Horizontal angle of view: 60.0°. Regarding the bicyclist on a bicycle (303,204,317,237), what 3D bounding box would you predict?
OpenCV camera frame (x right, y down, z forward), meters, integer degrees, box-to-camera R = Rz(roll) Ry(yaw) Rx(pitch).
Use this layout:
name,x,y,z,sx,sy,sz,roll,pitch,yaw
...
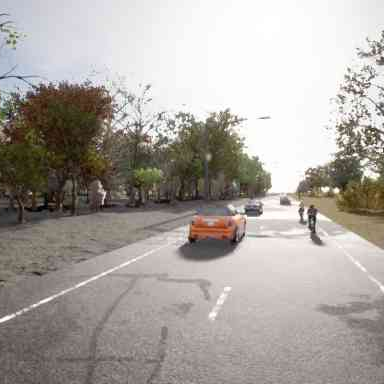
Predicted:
name,x,y,z,sx,sy,sz,roll,pitch,yaw
bicyclist on a bicycle,6.160,1.457,17.054,0.582,1.620,1.656,0,0,15

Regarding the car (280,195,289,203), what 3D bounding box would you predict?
name,x,y,z,sx,sy,sz,roll,pitch,yaw
car,19.886,1.523,71.573,1.837,1.490,4.892,0,0,15

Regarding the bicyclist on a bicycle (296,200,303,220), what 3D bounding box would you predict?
name,x,y,z,sx,sy,sz,roll,pitch,yaw
bicyclist on a bicycle,8.707,1.444,26.410,0.866,1.612,1.509,0,0,15

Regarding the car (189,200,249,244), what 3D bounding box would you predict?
name,x,y,z,sx,sy,sz,roll,pitch,yaw
car,1.362,1.355,16.023,2.097,1.767,4.553,0,0,15

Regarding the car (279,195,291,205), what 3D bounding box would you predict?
name,x,y,z,sx,sy,sz,roll,pitch,yaw
car,16.795,1.565,59.778,2.033,1.411,5.357,0,0,16

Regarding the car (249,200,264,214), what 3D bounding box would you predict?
name,x,y,z,sx,sy,sz,roll,pitch,yaw
car,6.640,1.557,35.606,2.033,1.411,5.357,0,0,15
